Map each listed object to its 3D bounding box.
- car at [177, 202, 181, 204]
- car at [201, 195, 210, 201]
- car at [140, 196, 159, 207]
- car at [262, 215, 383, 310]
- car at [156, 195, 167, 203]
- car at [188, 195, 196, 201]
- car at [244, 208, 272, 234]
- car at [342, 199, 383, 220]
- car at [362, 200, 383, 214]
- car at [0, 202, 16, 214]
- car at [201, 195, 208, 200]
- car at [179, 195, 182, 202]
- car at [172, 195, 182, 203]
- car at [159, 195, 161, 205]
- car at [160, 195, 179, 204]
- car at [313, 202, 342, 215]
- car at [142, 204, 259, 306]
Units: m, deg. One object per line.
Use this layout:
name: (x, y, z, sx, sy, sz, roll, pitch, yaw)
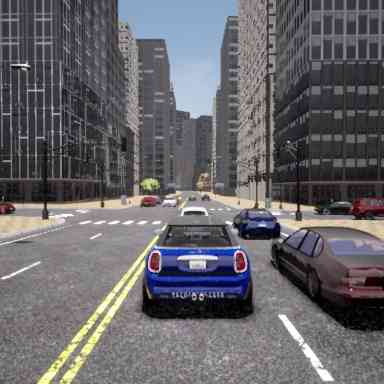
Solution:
car: (0.122, 1.516, 17.993, 1.812, 1.442, 4.674, 0, 0, 0)
car: (3.354, 1.426, 80.398, 1.837, 1.490, 4.892, 0, 0, 0)
car: (-6.527, 1.442, 49.989, 1.882, 1.535, 5.008, 0, 0, 0)
car: (3.359, 1.544, 8.074, 2.033, 1.411, 5.357, 0, 0, 0)
car: (-6.411, 1.417, 70.286, 1.882, 1.535, 5.008, 0, 0, 0)
car: (0.102, 1.452, 79.762, 2.128, 1.511, 4.902, 0, 0, 0)
car: (3.370, 1.555, 17.889, 1.994, 1.385, 4.181, 0, 0, 0)
car: (16.238, 1.519, 28.751, 5.009, 1.841, 2.192, 1, 0, 1)
car: (21.857, 1.643, 37.030, 4.829, 1.417, 1.752, 1, 0, 1)
car: (-19.352, 1.408, 31.971, 4.181, 1.385, 1.994, 1, 1, 1)
car: (3.367, 1.504, 90.421, 1.895, 1.301, 4.718, 0, 0, 0)
car: (-3.251, 1.501, 59.431, 2.033, 1.411, 5.357, 0, 0, 0)
car: (-3.161, 1.418, 69.647, 1.882, 1.535, 5.008, 0, 0, 0)
car: (-6.500, 1.500, 59.915, 2.033, 1.411, 5.357, 0, 0, 0)
car: (-3.278, 1.490, 49.741, 1.812, 1.442, 4.674, 0, 0, 0)
car: (15.199, 1.702, 34.543, 4.718, 1.301, 1.895, 0, 1, 1)
car: (0.109, 1.348, 8.187, 2.097, 1.767, 4.553, 0, 0, 0)
